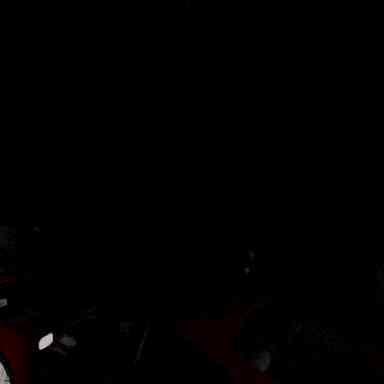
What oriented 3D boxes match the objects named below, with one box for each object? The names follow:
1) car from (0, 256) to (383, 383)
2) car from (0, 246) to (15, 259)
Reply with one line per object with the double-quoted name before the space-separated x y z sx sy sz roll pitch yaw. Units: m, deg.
"car" -0.264 1.545 3.148 4.507 1.381 1.887 0 0 35
"car" -4.698 1.545 6.297 4.507 1.381 1.887 0 0 35
